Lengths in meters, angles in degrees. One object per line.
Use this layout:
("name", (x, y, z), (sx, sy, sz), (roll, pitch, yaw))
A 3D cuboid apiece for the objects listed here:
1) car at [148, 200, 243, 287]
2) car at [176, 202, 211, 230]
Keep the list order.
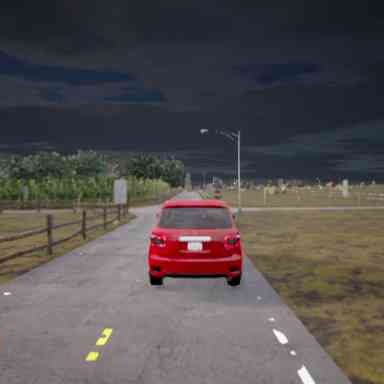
("car", (0.097, 1.225, 9.540), (2.150, 2.045, 5.566), (0, 0, 1))
("car", (0.125, 1.488, 22.059), (2.033, 1.411, 5.357), (0, 1, 1))
